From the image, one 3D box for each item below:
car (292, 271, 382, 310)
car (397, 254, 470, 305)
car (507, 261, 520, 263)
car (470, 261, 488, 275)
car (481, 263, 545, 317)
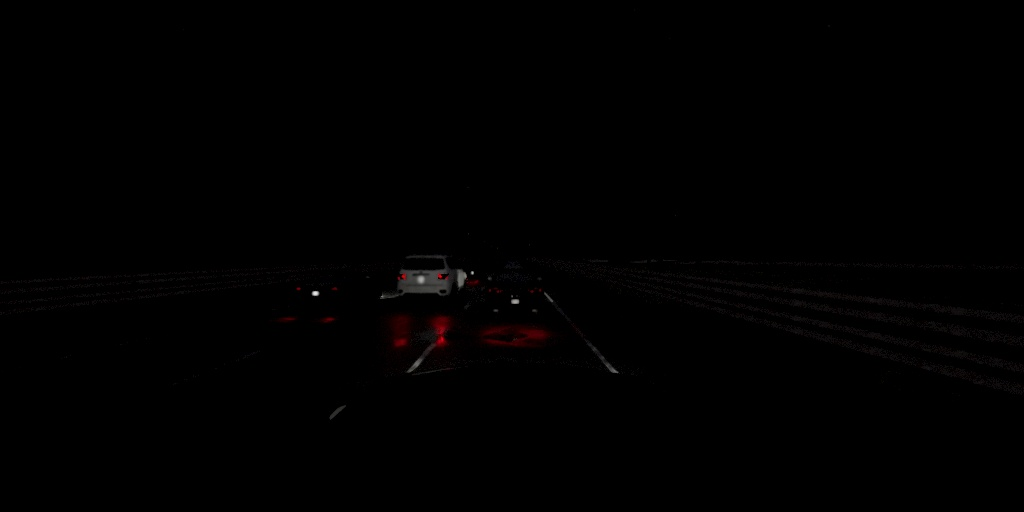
[{"bbox_3d":[-6.903,1.286,14.603,1.994,1.385,4.181,0,0,0],"label":"car"},{"bbox_3d":[-3.405,0.940,16.114,2.150,2.045,5.566,0,0,0],"label":"car"},{"bbox_3d":[0.098,1.217,33.998,1.812,1.442,4.674,0,0,0],"label":"car"},{"bbox_3d":[-3.410,1.197,33.246,1.837,1.490,4.892,0,0,0],"label":"car"},{"bbox_3d":[0.099,1.202,13.159,1.882,1.535,5.008,0,0,0],"label":"car"}]
